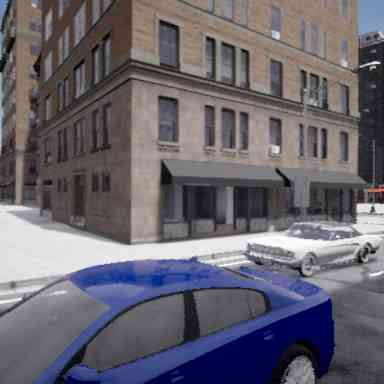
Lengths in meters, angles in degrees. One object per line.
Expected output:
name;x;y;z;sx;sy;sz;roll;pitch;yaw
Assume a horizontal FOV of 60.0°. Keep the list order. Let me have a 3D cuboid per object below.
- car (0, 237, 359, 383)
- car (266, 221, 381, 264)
car;-0.666;1.480;3.206;5.008;1.535;1.882;0;0;-35
car;3.837;1.623;10.391;4.718;1.301;1.895;0;0;-35
